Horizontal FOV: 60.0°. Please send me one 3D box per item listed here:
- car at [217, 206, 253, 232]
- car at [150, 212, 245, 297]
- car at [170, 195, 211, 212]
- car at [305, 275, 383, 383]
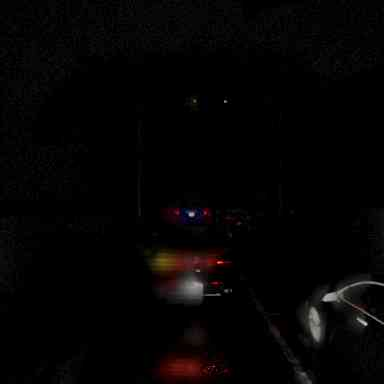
[{"bbox_3d":[2.459,1.521,19.739,1.887,1.381,4.507,-1,0,0],"label":"car"},{"bbox_3d":[0.033,1.493,8.525,1.837,1.490,4.892,0,0,0],"label":"car"},{"bbox_3d":[-0.078,1.199,19.116,2.150,2.045,5.566,0,0,-1],"label":"car"},{"bbox_3d":[2.602,1.545,3.520,2.008,1.369,4.403,-1,0,0],"label":"car"}]
